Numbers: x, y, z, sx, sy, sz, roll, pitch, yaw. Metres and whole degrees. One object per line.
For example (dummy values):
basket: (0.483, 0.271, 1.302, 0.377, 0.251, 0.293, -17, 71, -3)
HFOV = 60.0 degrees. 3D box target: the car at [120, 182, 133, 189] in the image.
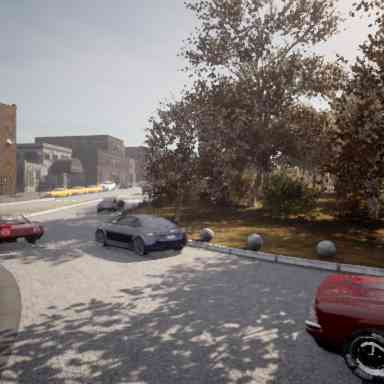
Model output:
car: (-15.563, -1.548, 79.433, 2.163, 1.488, 4.792, 0, 3, 11)

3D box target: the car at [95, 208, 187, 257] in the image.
car: (-2.119, 1.562, 13.190, 1.994, 1.385, 4.181, 0, 0, -44)

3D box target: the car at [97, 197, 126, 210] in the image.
car: (-7.976, 1.196, 33.169, 1.994, 1.385, 4.181, 0, 3, 2)

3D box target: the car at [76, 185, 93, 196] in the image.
car: (-19.880, -0.240, 57.512, 1.946, 1.575, 5.366, 0, 3, 11)

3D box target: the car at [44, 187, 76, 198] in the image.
car: (-20.956, 0.094, 52.105, 1.946, 1.575, 5.366, 0, 3, 11)

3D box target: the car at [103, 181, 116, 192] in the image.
car: (-17.693, -1.167, 68.597, 2.435, 2.045, 5.566, 0, 3, 11)

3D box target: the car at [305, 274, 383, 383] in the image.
car: (3.881, 1.603, 3.969, 4.718, 1.301, 1.895, 0, 0, 27)

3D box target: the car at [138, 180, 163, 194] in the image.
car: (-7.329, -0.745, 60.270, 2.150, 2.045, 5.566, 0, 4, 12)

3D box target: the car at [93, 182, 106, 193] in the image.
car: (-18.814, -0.571, 62.923, 1.946, 1.575, 5.366, 0, 3, 11)

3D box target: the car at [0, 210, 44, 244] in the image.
car: (-8.546, 1.599, 14.631, 4.718, 1.301, 1.895, 0, 0, 39)
